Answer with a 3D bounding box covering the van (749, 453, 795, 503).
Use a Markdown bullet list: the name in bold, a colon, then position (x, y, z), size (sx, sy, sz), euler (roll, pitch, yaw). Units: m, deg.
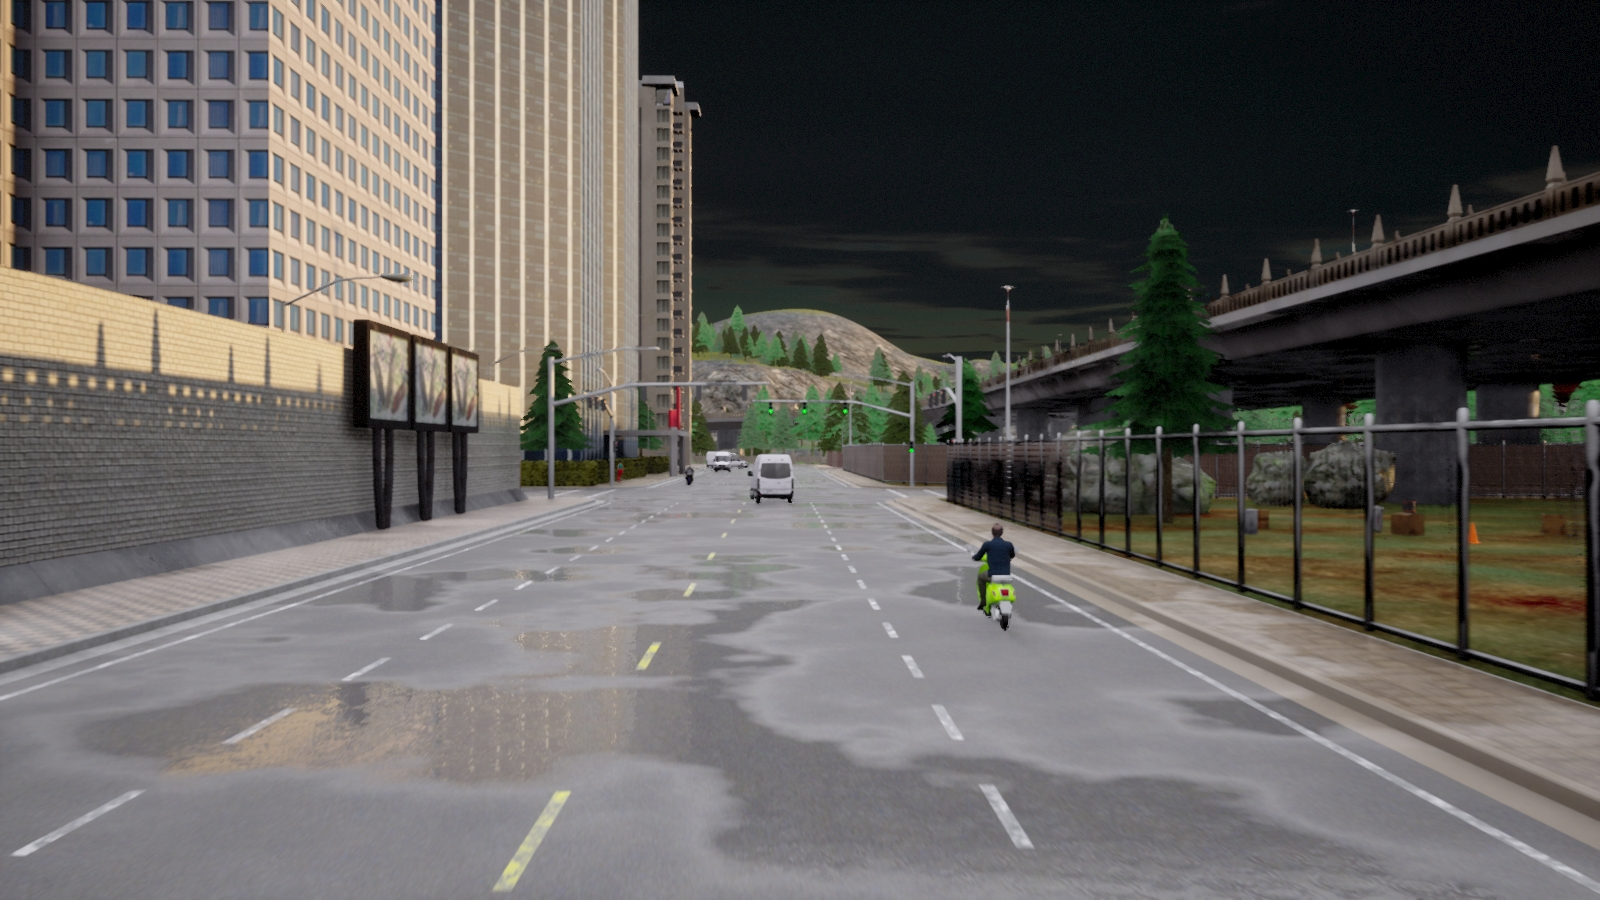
- **van**: position (-1.600, 1.477, 62.315), size (1.988, 2.561, 5.915), euler (0, 0, -7)
